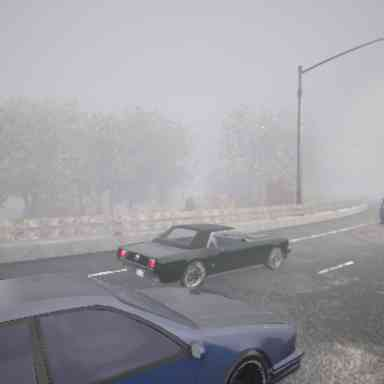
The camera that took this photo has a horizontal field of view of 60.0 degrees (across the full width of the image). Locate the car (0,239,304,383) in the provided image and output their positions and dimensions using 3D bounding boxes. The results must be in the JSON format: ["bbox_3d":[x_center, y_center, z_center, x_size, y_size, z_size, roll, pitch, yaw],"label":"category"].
[{"bbox_3d":[-1.330,1.512,2.883,5.357,1.411,2.033,0,1,-37],"label":"car"}]

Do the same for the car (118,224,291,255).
[{"bbox_3d":[0.550,1.509,8.830,4.718,1.301,1.895,0,1,-39],"label":"car"}]

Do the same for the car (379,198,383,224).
[{"bbox_3d":[14.128,1.056,22.112,2.150,2.045,5.566,1,1,41],"label":"car"}]
